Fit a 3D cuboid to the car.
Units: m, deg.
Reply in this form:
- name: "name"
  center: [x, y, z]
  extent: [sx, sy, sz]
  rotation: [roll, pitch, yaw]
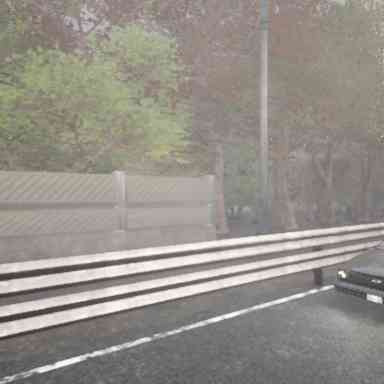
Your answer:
- name: "car"
  center: [5.492, 1.556, 7.602]
  extent: [5.357, 1.411, 2.033]
  rotation: [0, 0, -36]
